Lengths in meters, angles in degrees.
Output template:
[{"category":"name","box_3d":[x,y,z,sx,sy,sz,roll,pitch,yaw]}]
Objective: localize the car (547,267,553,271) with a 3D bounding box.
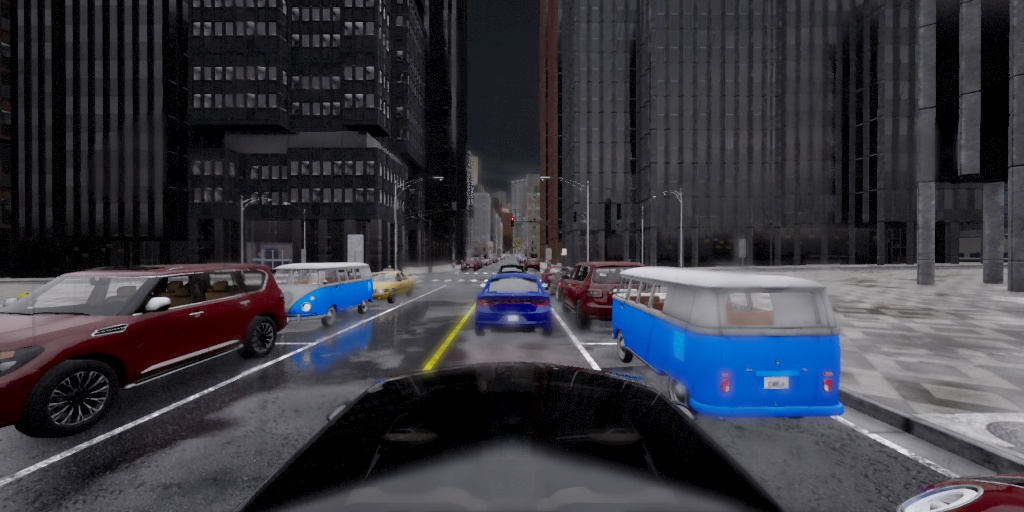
[{"category":"car","box_3d":[2.766,1.301,16.649,2.007,1.370,4.403,0,0,0]}]

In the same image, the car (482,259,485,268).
[{"category":"car","box_3d":[-5.754,1.090,54.869,2.192,1.841,5.009,0,0,0]}]

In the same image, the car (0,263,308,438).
[{"category":"car","box_3d":[-5.765,1.064,5.612,2.192,1.841,5.009,0,0,0]}]

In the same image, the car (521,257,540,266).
[{"category":"car","box_3d":[2.770,1.084,49.214,2.192,1.841,5.009,0,0,0]}]

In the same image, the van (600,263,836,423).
[{"category":"van","box_3d":[2.767,1.091,5.598,1.690,1.789,3.998,0,0,0]}]

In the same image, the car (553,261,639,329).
[{"category":"car","box_3d":[2.767,1.065,11.123,2.192,1.841,5.009,0,0,0]}]

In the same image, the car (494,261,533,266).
[{"category":"car","box_3d":[0.004,1.257,20.783,1.837,1.490,4.892,0,0,0]}]

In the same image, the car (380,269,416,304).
[{"category":"car","box_3d":[-5.761,1.276,16.491,1.751,1.417,4.829,0,0,0]}]

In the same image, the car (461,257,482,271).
[{"category":"car","box_3d":[-5.755,1.084,49.225,2.192,1.841,5.009,0,0,0]}]

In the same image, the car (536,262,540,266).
[{"category":"car","box_3d":[2.766,1.297,22.174,1.888,1.381,4.507,0,0,0]}]

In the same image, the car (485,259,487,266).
[{"category":"car","box_3d":[-5.753,1.348,60.511,1.948,1.339,4.313,0,0,0]}]

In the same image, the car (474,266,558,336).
[{"category":"car","box_3d":[0.060,1.228,10.412,1.882,1.535,5.008,0,0,1]}]

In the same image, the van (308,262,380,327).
[{"category":"van","box_3d":[-5.763,1.091,11.137,1.690,1.789,3.998,0,0,0]}]
